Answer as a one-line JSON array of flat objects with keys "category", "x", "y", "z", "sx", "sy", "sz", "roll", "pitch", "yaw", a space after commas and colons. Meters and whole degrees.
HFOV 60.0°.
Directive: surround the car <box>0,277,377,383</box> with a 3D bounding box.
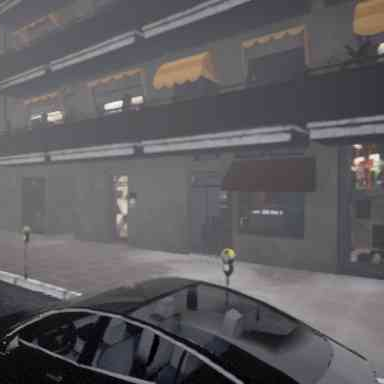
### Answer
[{"category": "car", "x": -0.576, "y": 1.568, "z": 3.275, "sx": 4.313, "sy": 1.339, "sz": 1.947, "roll": 0, "pitch": 0, "yaw": 35}]
